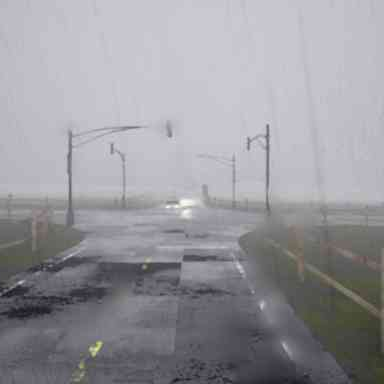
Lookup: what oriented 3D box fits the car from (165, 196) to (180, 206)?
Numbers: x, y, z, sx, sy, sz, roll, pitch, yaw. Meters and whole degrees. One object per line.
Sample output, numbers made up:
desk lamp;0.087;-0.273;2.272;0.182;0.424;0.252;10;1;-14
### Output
car;-2.756;1.214;47.198;1.994;1.385;4.181;0;1;0
